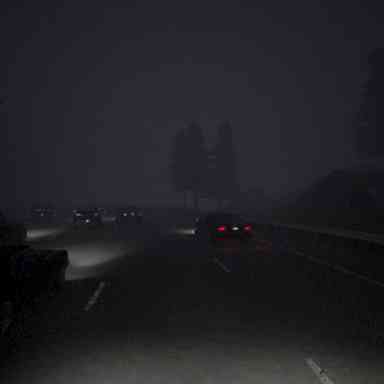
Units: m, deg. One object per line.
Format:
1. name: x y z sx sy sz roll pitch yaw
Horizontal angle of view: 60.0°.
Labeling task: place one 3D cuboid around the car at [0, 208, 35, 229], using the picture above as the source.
1. car: -8.632 1.665 14.184 2.128 1.511 4.902 0 -1 -11

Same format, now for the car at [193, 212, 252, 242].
1. car: 1.445 1.747 17.573 2.033 1.411 5.357 0 -1 -12

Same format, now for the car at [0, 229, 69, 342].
1. car: -3.920 1.681 6.454 1.895 1.301 4.718 0 -1 -5

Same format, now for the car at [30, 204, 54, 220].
1. car: -14.467 1.876 32.098 2.128 1.511 4.902 0 -1 -24

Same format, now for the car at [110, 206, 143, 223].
1. car: -5.632 1.889 29.189 2.033 1.411 5.357 0 -1 -20

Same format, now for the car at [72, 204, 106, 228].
1. car: -7.815 1.784 24.742 2.128 1.511 4.902 0 -1 -18

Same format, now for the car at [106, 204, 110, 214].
1. car: -11.425 2.091 41.697 1.895 1.301 4.718 0 -1 -28
